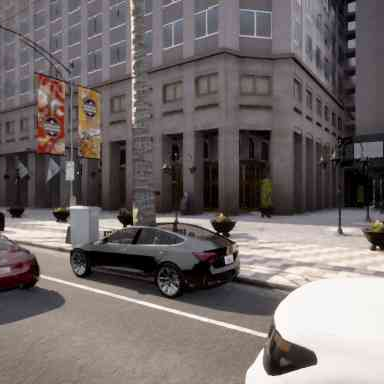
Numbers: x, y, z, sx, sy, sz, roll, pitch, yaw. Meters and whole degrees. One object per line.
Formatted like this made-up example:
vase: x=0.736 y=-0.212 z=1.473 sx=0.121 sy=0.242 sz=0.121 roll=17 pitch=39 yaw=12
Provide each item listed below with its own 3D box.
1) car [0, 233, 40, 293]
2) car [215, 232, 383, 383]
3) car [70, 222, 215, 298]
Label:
car: x=-5.478 y=1.564 z=7.896 sx=4.181 sy=1.385 sz=1.994 roll=0 pitch=0 yaw=36
car: x=3.082 y=1.222 z=1.787 sx=5.566 sy=2.045 sz=2.150 roll=0 pitch=0 yaw=36
car: x=-1.109 y=1.513 z=8.579 sx=4.786 sy=1.482 sz=2.161 roll=0 pitch=0 yaw=35
